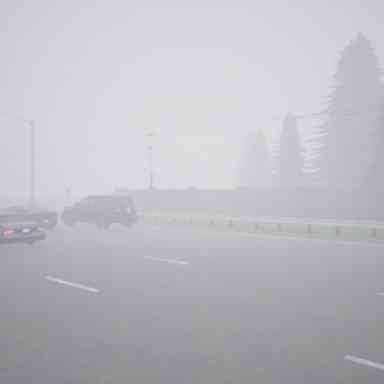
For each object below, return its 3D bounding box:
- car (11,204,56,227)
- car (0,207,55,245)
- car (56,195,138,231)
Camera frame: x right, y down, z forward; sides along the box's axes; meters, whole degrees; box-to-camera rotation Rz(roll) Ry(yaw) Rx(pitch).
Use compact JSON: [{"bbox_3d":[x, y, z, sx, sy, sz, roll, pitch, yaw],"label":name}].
[{"bbox_3d":[-10.027,1.487,19.765,5.008,1.535,1.882,0,0,36],"label":"car"},{"bbox_3d":[-8.492,1.555,14.366,5.357,1.411,2.033,0,0,36],"label":"car"},{"bbox_3d":[-5.926,1.230,21.136,5.566,2.045,2.150,0,0,36],"label":"car"}]
